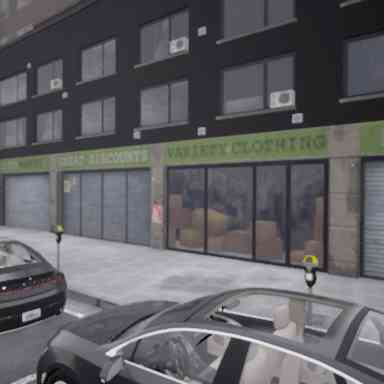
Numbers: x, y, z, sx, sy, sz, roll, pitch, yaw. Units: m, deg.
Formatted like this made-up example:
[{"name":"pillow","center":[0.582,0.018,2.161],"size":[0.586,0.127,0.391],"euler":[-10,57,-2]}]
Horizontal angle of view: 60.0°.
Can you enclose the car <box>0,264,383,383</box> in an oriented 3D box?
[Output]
[{"name":"car","center":[0.450,1.540,2.763],"size":[4.403,1.369,2.008],"euler":[1,0,36]}]

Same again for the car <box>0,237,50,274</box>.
[{"name":"car","center":[-4.040,1.486,5.979],"size":[4.403,1.369,2.008],"euler":[1,0,36]}]
